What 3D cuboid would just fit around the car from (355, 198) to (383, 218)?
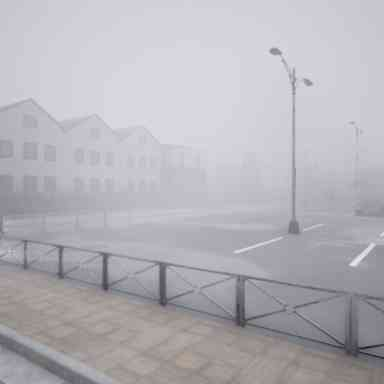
[{"bbox_3d":[14.697,1.287,27.329,2.007,1.523,4.514,0,0,35],"label":"car"}]
